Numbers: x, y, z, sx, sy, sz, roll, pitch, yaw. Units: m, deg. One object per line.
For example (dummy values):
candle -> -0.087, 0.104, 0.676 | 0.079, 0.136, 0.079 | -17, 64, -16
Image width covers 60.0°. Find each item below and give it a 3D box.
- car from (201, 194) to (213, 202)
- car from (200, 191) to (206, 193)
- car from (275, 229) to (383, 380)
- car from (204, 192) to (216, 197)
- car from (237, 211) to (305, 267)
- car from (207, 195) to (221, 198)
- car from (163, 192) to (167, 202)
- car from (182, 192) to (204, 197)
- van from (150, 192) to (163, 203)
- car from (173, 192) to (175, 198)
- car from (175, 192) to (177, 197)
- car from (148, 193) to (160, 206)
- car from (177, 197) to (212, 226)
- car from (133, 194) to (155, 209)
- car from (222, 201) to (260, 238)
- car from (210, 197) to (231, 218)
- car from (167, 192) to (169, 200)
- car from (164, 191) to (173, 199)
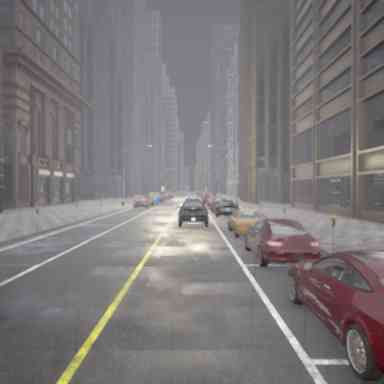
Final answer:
car -> 2.719, 1.054, 61.309 | 2.008, 1.369, 4.403 | 0, 0, 0
car -> 2.727, 0.907, 50.069 | 2.192, 1.841, 5.009 | 0, 0, 0
car -> 2.759, 1.537, 5.123 | 1.802, 1.307, 4.206 | 0, 0, 0
car -> 2.735, 1.122, 38.833 | 1.967, 1.590, 4.097 | 0, 0, 0
car -> 2.755, 1.490, 10.741 | 1.802, 1.307, 4.206 | 0, 0, 0
car -> 2.739, 1.271, 33.216 | 1.887, 1.381, 4.507 | 0, 0, 0
car -> -5.802, 1.093, 55.667 | 1.887, 1.381, 4.507 | 0, 0, 0
car -> 0.072, 1.161, 40.563 | 2.128, 1.511, 4.902 | 0, 1, 0
van -> -5.798, 0.933, 50.048 | 1.690, 1.788, 3.998 | 0, 0, 0
car -> -5.818, 0.688, 78.138 | 2.192, 1.841, 5.009 | 0, 0, 0
car -> -5.826, 0.832, 89.377 | 1.887, 1.381, 4.507 | 0, 0, 0
car -> -5.794, 1.203, 44.432 | 1.947, 1.339, 4.313 | 0, 0, 0
car -> 0.085, 1.321, 21.856 | 1.837, 1.490, 4.892 | 0, 0, 0
car -> -5.790, 1.264, 38.813 | 1.802, 1.307, 4.206 | 0, 0, 0
car -> 2.751, 1.385, 16.529 | 1.752, 1.417, 4.829 | 0, 0, 0
car -> 2.743, 1.337, 27.597 | 1.947, 1.339, 4.313 | 0, 0, 0
car -> -5.806, 1.070, 61.286 | 1.947, 1.339, 4.313 | 0, 0, 0
car -> -5.814, 0.998, 72.522 | 1.802, 1.307, 4.206 | 0, 0, 0
